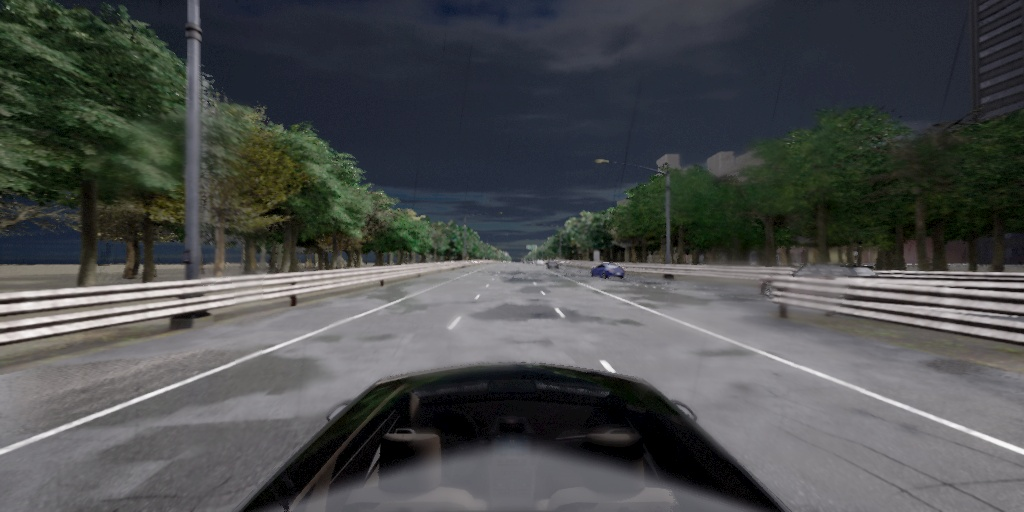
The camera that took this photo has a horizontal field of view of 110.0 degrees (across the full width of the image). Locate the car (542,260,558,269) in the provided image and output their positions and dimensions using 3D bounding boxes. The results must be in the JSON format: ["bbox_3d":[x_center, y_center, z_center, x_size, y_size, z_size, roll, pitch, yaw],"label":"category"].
[{"bbox_3d":[6.964,1.471,62.584,2.128,1.511,4.902,0,0,1],"label":"car"}]

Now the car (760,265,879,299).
[{"bbox_3d":[14.155,1.187,16.597,2.097,1.767,4.553,0,-1,-20],"label":"car"}]

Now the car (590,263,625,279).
[{"bbox_3d":[9.054,1.422,34.189,1.812,1.442,4.674,0,0,-11],"label":"car"}]
